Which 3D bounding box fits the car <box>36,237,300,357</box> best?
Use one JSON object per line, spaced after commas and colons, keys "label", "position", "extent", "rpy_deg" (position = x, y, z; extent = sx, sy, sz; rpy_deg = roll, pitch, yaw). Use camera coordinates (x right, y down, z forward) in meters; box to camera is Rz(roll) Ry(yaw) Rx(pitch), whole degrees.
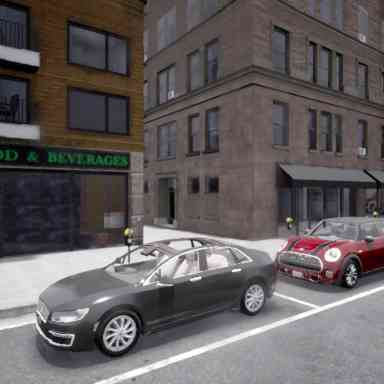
{"label": "car", "position": [-0.357, 1.551, 5.924], "extent": [4.403, 1.369, 2.008], "rpy_deg": [0, 0, -35]}

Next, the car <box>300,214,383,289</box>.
{"label": "car", "position": [4.146, 1.442, 9.115], "extent": [4.097, 1.590, 1.967], "rpy_deg": [0, 0, -35]}
